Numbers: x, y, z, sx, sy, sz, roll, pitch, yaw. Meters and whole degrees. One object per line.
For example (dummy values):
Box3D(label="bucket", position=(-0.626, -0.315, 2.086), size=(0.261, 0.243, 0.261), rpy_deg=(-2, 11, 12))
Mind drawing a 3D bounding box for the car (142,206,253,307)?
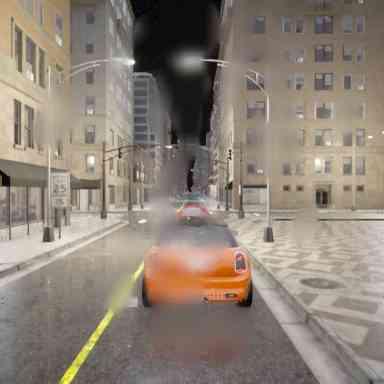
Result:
Box3D(label="car", position=(0.095, 1.351, 8.133), size=(2.097, 1.767, 4.553), rpy_deg=(0, 0, 0))

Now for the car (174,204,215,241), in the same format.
Box3D(label="car", position=(0.098, 1.476, 17.733), size=(1.882, 1.535, 5.008), rpy_deg=(0, 0, 0))
